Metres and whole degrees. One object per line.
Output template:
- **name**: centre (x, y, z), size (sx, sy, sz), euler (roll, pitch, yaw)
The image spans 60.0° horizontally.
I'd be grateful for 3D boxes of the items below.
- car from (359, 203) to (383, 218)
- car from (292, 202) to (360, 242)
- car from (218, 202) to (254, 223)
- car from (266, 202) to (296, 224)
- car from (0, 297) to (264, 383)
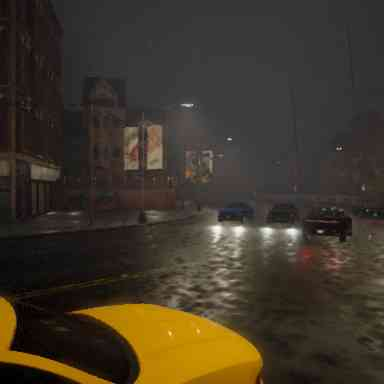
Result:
- **car**: centre (15.878, 1.602, 30.059), size (1.895, 1.301, 4.718), euler (0, 0, 13)
- **car**: centre (6.758, 1.487, 16.408), size (2.128, 1.511, 4.902), euler (0, 0, 31)
- **car**: centre (3.478, 1.493, 25.520), size (1.882, 1.535, 5.008), euler (0, 0, 22)
- **car**: centre (6.717, 1.497, 24.196), size (1.882, 1.535, 5.008), euler (0, 0, 22)
- **car**: centre (-1.647, 1.475, 2.104), size (5.008, 1.535, 1.882), euler (0, 0, -36)
